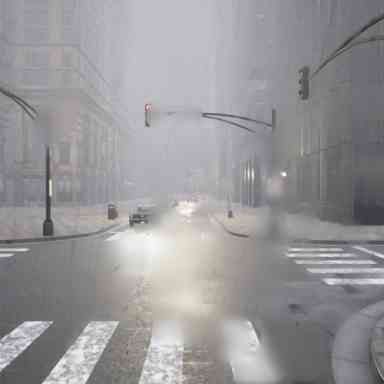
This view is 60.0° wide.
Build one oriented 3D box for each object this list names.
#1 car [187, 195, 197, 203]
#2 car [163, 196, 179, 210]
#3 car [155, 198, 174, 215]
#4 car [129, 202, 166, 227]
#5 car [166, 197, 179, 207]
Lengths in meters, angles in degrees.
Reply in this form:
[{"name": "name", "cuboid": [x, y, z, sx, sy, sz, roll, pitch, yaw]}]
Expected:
[{"name": "car", "cuboid": [0.055, 1.365, 69.613, 2.097, 1.767, 4.553, 0, 0, 0]}, {"name": "car", "cuboid": [-3.124, 1.354, 43.083, 2.097, 1.767, 4.553, 0, 0, 0]}, {"name": "car", "cuboid": [-3.115, 1.564, 33.082, 1.994, 1.385, 4.181, 0, 0, 0]}, {"name": "car", "cuboid": [-3.114, 1.601, 23.139, 1.895, 1.301, 4.718, 0, 0, 0]}, {"name": "car", "cuboid": [-3.086, 1.531, 53.125, 1.812, 1.442, 4.674, 0, 0, 0]}]
